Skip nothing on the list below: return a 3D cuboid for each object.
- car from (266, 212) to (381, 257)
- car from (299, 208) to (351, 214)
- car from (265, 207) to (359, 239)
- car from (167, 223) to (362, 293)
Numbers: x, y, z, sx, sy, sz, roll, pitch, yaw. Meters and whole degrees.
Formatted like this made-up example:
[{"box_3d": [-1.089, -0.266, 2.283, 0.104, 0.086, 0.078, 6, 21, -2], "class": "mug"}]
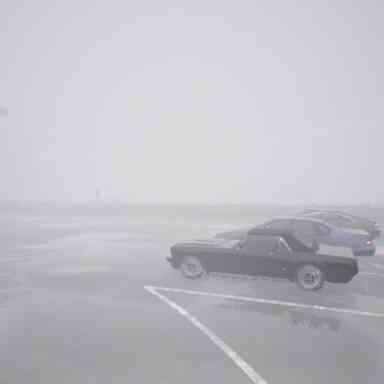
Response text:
[{"box_3d": [3.508, 1.601, 11.921, 5.357, 1.411, 2.033, 0, 0, 23], "class": "car"}, {"box_3d": [5.598, 1.557, 14.843, 4.902, 1.511, 2.128, 0, 0, 23], "class": "car"}, {"box_3d": [6.500, 1.606, 18.245, 4.674, 1.442, 1.812, 0, 0, 22], "class": "car"}, {"box_3d": [1.747, 1.642, 8.862, 4.718, 1.301, 1.895, 0, 0, 23], "class": "car"}]
